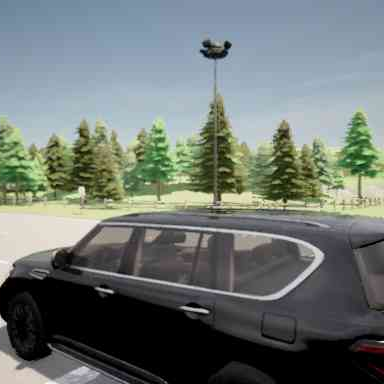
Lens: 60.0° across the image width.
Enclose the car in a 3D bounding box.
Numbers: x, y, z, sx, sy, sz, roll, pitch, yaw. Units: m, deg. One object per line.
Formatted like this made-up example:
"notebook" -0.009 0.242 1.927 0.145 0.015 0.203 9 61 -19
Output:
"car" -0.208 1.225 4.218 5.566 2.045 2.150 0 0 36
